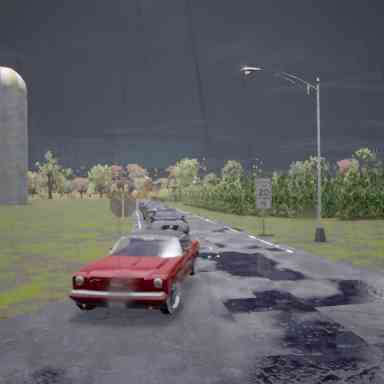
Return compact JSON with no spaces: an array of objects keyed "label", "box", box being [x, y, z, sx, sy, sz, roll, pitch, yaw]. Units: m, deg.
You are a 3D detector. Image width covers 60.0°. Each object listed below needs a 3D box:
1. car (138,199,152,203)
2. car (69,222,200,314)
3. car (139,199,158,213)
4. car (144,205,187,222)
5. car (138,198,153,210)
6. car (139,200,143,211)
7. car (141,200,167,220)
[{"label":"car","box":[-4.454,1.710,35.732,2.033,1.411,5.357,-1,0,-10]},{"label":"car","box":[-0.991,1.660,7.957,1.895,1.301,4.718,-1,0,8]},{"label":"car","box":[-5.608,1.682,42.084,2.128,1.511,4.902,-1,0,-10]},{"label":"car","box":[-1.353,1.649,17.798,1.994,1.385,4.181,-1,0,-10]},{"label":"car","box":[-6.733,1.695,48.170,1.882,1.535,5.008,-1,0,-11]},{"label":"car","box":[-3.417,1.700,29.866,1.994,1.385,4.181,-1,0,-10]},{"label":"car","box":[-2.306,1.600,23.444,2.128,1.511,4.902,-1,0,-10]}]
